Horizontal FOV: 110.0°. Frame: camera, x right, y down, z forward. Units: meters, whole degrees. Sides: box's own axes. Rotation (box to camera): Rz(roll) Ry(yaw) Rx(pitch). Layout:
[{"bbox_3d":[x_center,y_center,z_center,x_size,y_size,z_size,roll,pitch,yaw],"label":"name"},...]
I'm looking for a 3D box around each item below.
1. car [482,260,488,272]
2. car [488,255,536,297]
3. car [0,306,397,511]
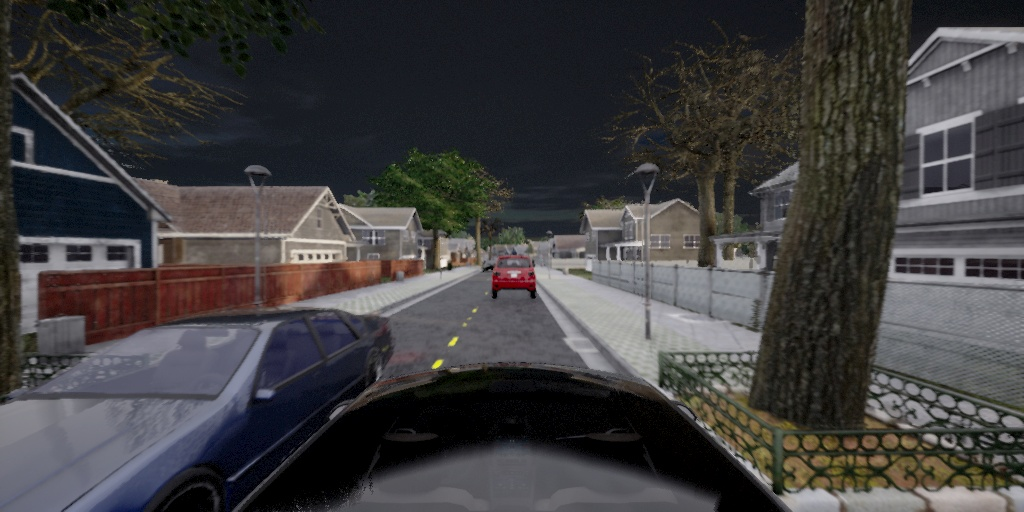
[{"bbox_3d":[-2.758,1.233,46.712,2.097,1.767,4.553,0,0,0],"label":"car"},{"bbox_3d":[0.096,0.998,19.063,2.150,2.045,5.566,0,0,0],"label":"car"},{"bbox_3d":[-2.850,1.300,3.788,2.033,1.411,5.357,0,0,0],"label":"car"}]
